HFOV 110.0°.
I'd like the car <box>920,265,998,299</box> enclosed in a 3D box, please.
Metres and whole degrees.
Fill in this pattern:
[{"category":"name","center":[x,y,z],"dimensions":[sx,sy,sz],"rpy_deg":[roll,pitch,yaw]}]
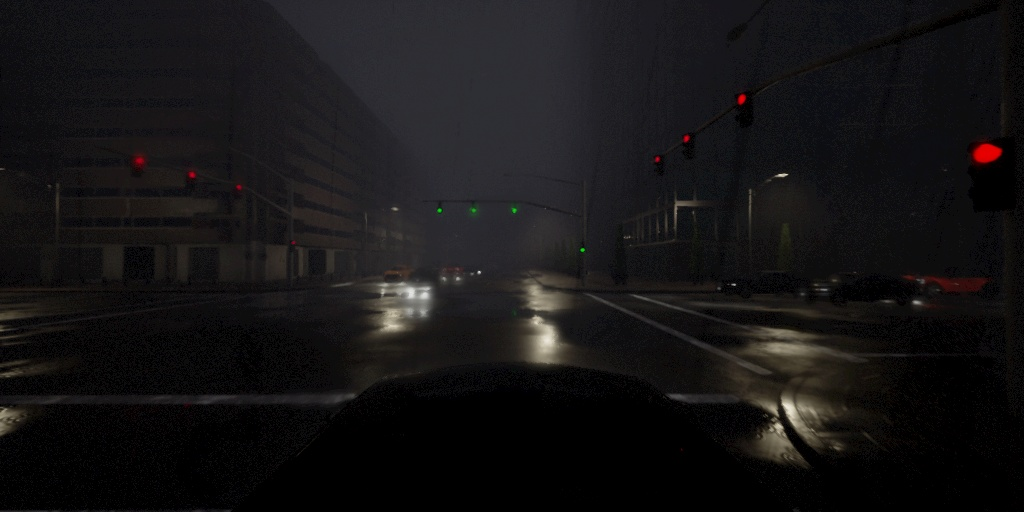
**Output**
[{"category":"car","center":[23.733,1.403,20.009],"dimensions":[4.553,1.767,2.097],"rpy_deg":[0,-1,0]}]

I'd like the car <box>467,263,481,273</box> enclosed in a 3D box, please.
[{"category":"car","center":[-7.049,2.102,60.402],"dimensions":[2.033,1.411,5.357],"rpy_deg":[0,-1,1]}]

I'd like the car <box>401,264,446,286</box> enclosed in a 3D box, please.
[{"category":"car","center":[-7.268,1.630,29.992],"dimensions":[2.128,1.511,4.902],"rpy_deg":[0,-1,0]}]

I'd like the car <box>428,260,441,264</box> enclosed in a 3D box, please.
[{"category":"car","center":[-10.723,1.639,50.284],"dimensions":[2.150,2.045,5.566],"rpy_deg":[0,-1,1]}]

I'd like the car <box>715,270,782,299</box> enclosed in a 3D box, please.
[{"category":"car","center":[14.014,1.545,20.053],"dimensions":[4.902,1.511,2.128],"rpy_deg":[0,-1,0]}]

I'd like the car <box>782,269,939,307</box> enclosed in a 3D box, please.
[{"category":"car","center":[15.847,1.497,16.546],"dimensions":[4.902,1.511,2.128],"rpy_deg":[0,-1,0]}]

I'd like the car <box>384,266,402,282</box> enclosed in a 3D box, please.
[{"category":"car","center":[-10.886,1.684,34.926],"dimensions":[1.882,1.535,5.008],"rpy_deg":[0,-1,0]}]

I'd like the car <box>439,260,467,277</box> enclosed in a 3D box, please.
[{"category":"car","center":[-7.301,1.696,44.875],"dimensions":[2.097,1.767,4.553],"rpy_deg":[0,-1,1]}]
